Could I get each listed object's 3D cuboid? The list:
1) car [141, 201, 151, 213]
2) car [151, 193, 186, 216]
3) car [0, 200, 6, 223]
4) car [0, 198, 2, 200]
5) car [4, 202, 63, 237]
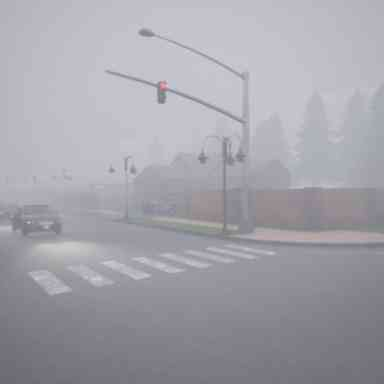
[{"bbox_3d":[-2.748,1.082,31.416,3.866,1.878,1.905,0,0,-37],"label":"car"},{"bbox_3d":[-0.930,1.078,29.636,4.605,1.855,1.932,0,0,-37],"label":"car"},{"bbox_3d":[-14.132,1.572,25.700,1.895,1.301,4.718,0,0,-37],"label":"car"},{"bbox_3d":[-19.950,1.326,33.440,2.097,1.767,4.553,0,0,-37],"label":"car"},{"bbox_3d":[-8.575,1.461,18.242,2.128,1.511,4.902,0,0,-37],"label":"car"}]
